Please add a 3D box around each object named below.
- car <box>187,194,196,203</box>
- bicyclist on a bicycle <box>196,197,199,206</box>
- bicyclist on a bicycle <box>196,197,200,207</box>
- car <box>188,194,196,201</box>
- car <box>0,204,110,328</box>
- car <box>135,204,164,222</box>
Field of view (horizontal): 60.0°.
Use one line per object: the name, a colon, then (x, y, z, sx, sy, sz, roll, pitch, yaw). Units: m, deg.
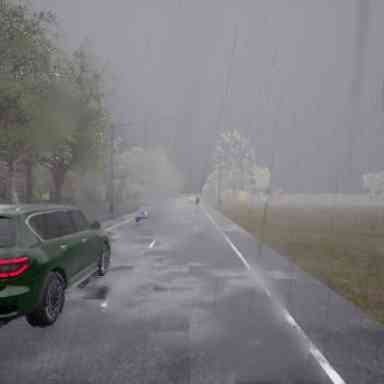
car: (-0.036, 1.843, 78.403, 1.882, 1.535, 5.008, 0, 0, 0)
bicyclist on a bicycle: (0.934, 1.728, 58.962, 0.582, 1.620, 1.656, 0, -1, 0)
bicyclist on a bicycle: (0.940, 1.606, 50.456, 0.659, 1.776, 1.843, 0, 0, 0)
car: (-0.044, 1.529, 93.202, 2.150, 2.045, 5.566, 0, 0, 0)
car: (-3.405, 1.255, 7.211, 2.150, 2.045, 5.566, 0, 0, 0)
car: (-3.415, 1.674, 27.269, 2.033, 1.411, 5.357, 0, 0, 0)
